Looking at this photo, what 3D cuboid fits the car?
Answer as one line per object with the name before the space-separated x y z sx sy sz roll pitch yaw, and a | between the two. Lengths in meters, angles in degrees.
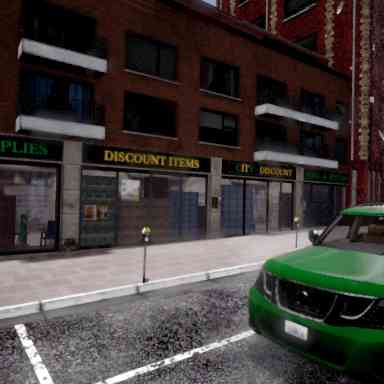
car | 3.433 1.227 5.410 5.566 2.045 2.150 0 0 -36
